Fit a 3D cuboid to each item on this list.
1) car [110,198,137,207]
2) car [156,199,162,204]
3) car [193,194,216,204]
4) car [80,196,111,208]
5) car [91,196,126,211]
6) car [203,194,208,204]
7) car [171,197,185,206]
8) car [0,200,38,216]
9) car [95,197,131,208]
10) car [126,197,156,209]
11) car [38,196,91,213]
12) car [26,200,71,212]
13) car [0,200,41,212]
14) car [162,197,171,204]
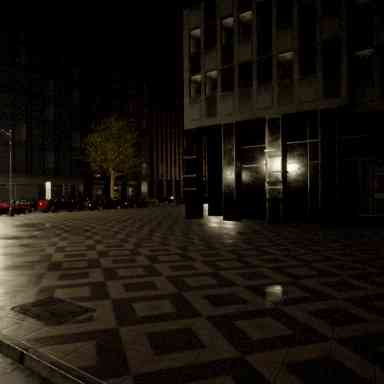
[{"bbox_3d":[-11.086,1.614,53.941,1.802,1.307,4.206,-1,0,35],"label":"car"},{"bbox_3d":[-7.971,1.546,58.435,1.752,1.417,4.829,-1,0,35],"label":"car"},{"bbox_3d":[2.424,1.285,62.996,2.097,1.767,4.553,-1,0,35],"label":"car"},{"bbox_3d":[-14.301,1.486,49.306,1.967,1.590,4.097,-1,0,35],"label":"car"},{"bbox_3d":[-10.509,1.526,39.812,1.947,1.339,4.313,-1,0,35],"label":"car"},{"bbox_3d":[2.339,1.224,58.349,2.192,1.841,5.009,-1,0,35],"label":"car"},{"bbox_3d":[-0.872,1.464,53.714,1.887,1.381,4.507,-1,0,35],"label":"car"},{"bbox_3d":[-16.934,1.577,30.543,1.802,1.307,4.206,-1,0,35],"label":"car"},{"bbox_3d":[-11.480,1.502,48.519,2.128,1.511,4.902,-1,0,35],"label":"car"},{"bbox_3d":[-7.297,1.510,44.445,1.947,1.339,4.313,-1,0,35],"label":"car"},{"bbox_3d":[-13.724,1.291,35.179,2.192,1.841,5.009,-1,0,35],"label":"car"},{"bbox_3d":[-17.233,1.640,40.246,1.895,1.301,4.718,-1,0,35],"label":"car"},{"bbox_3d":[-20.725,1.644,40.038,1.947,1.339,4.313,-1,0,35],"label":"car"},{"bbox_3d":[-4.660,1.576,63.211,1.947,1.339,4.313,-1,0,35],"label":"car"}]
